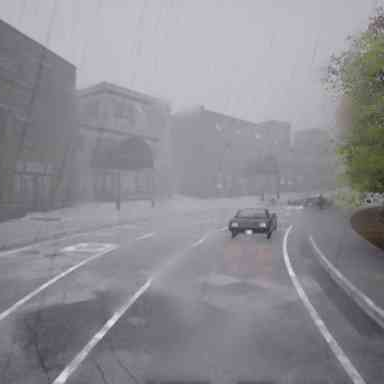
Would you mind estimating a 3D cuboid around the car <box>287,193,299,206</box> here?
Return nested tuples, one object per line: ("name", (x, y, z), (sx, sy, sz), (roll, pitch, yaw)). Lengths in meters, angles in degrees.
("car", (13.118, 0.853, 39.639), (4.892, 1.490, 1.837), (-2, 1, -45))

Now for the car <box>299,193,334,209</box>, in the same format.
("car", (13.150, 0.916, 34.367), (1.837, 1.490, 4.892), (-1, 0, 39))

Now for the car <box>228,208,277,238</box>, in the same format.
("car", (3.191, 1.435, 16.703), (1.895, 1.301, 4.718), (-1, 1, 18))
